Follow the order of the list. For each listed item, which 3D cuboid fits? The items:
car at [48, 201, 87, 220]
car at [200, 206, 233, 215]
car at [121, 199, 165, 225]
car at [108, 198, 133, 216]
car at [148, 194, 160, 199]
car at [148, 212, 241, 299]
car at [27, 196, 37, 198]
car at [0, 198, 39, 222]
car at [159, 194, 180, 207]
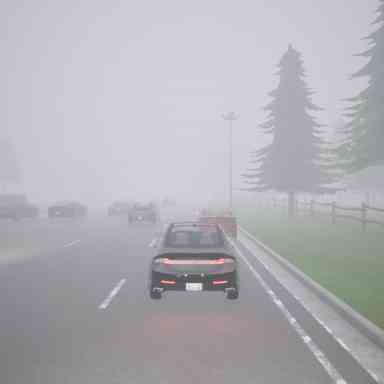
[{"bbox_3d":[-10.380,1.476,28.142,1.882,1.535,5.008,0,0,0],"label":"car"},{"bbox_3d":[1.238,1.477,17.749,1.882,1.535,5.008,0,0,0],"label":"car"},{"bbox_3d":[-3.383,1.491,24.096,2.128,1.511,4.902,0,0,0],"label":"car"},{"bbox_3d":[-6.877,1.562,32.814,1.994,1.385,4.181,0,0,0],"label":"car"},{"bbox_3d":[-6.857,1.545,60.489,2.033,1.411,5.357,0,0,0],"label":"car"},{"bbox_3d":[0.058,1.491,8.408,2.128,1.511,4.902,0,0,0],"label":"car"},{"bbox_3d":[-41.305,1.592,84.999,4.718,1.301,1.895,0,0,44],"label":"car"},{"bbox_3d":[-13.881,1.490,26.306,2.128,1.511,4.902,0,0,0],"label":"car"},{"bbox_3d":[-3.364,1.349,50.419,2.097,1.767,4.553,0,0,0],"label":"car"}]
